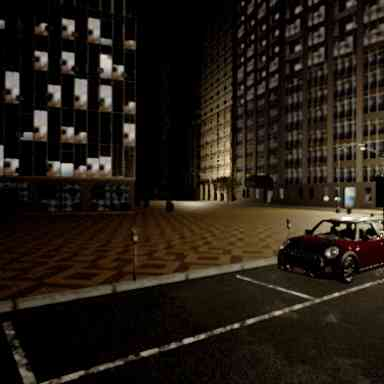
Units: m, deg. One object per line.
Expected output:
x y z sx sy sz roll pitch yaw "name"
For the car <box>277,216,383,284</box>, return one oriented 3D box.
4.353 1.482 9.658 4.097 1.590 1.967 0 0 -35 "car"
